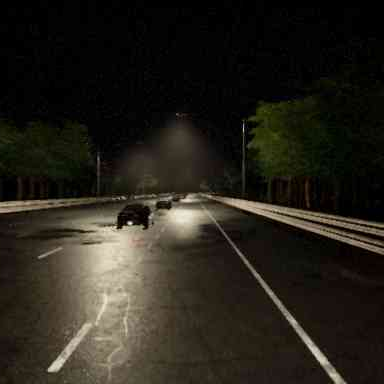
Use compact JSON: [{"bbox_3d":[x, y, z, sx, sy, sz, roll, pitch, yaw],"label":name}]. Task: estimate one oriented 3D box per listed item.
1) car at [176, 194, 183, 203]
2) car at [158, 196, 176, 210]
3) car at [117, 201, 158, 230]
[{"bbox_3d":[-3.513,1.572,72.375,2.033,1.411,5.357,0,0,0],"label":"car"},{"bbox_3d":[-3.508,1.499,42.382,2.128,1.511,4.902,0,0,0],"label":"car"},{"bbox_3d":[-3.506,1.509,21.248,1.837,1.490,4.892,0,0,0],"label":"car"}]
